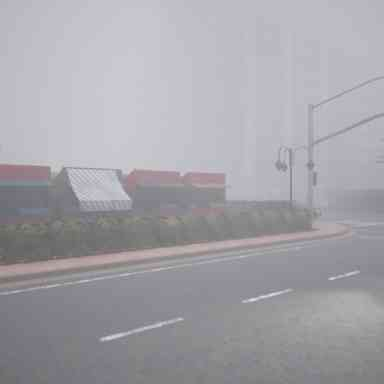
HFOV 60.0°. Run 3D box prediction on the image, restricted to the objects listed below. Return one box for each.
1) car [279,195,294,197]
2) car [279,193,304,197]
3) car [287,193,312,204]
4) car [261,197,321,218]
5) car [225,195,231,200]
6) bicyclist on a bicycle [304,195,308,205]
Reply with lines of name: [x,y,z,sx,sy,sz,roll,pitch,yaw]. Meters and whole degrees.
car: [10.551,1.464,43.627,1.812,1.442,4.674,0,0,-36]
car: [16.632,1.106,57.399,1.905,1.878,3.866,0,0,-36]
car: [19.024,1.105,59.110,1.905,1.878,3.866,0,0,-36]
car: [8.517,1.432,28.222,2.128,1.511,4.902,0,0,-36]
car: [2.738,1.162,36.210,2.150,2.045,5.566,0,0,-36]
bicyclist on a bicycle: [15.550,1.239,44.917,1.656,1.620,0.582,0,0,-36]
